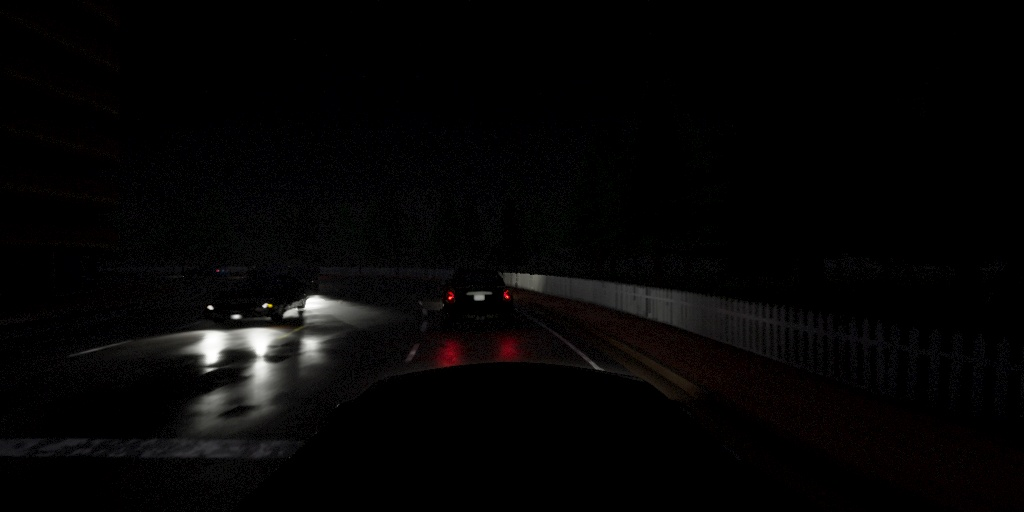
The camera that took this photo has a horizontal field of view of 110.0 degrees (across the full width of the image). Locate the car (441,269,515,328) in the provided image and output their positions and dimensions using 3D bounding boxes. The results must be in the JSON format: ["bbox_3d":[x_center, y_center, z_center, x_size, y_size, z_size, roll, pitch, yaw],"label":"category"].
[{"bbox_3d":[-1.297,1.201,12.094,2.097,1.767,4.553,0,-1,-11],"label":"car"}]

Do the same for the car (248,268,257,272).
[{"bbox_3d":[-27.362,1.710,39.989,4.892,1.490,1.837,0,-1,24],"label":"car"}]

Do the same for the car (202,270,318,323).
[{"bbox_3d":[-8.880,1.426,13.070,2.033,1.411,5.357,0,-1,-17],"label":"car"}]

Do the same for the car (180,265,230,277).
[{"bbox_3d":[-37.023,1.812,43.305,5.357,1.411,2.033,0,-1,10],"label":"car"}]

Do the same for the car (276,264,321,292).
[{"bbox_3d":[-13.062,1.475,22.112,2.128,1.511,4.902,0,-1,-32],"label":"car"}]

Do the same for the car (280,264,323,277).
[{"bbox_3d":[-25.167,1.706,42.821,5.008,1.535,1.882,0,-1,24],"label":"car"}]

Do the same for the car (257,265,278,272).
[{"bbox_3d":[-19.534,1.561,30.183,5.008,1.535,1.882,-1,-1,44],"label":"car"}]
